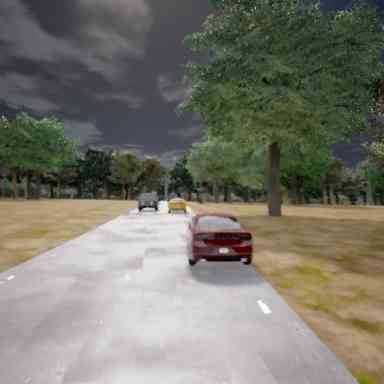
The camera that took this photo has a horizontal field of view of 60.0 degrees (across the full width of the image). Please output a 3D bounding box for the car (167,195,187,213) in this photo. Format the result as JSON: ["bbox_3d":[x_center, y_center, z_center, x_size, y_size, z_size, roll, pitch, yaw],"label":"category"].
[{"bbox_3d":[-1.579,1.384,35.706,1.882,1.535,5.008,0,0,-3],"label":"car"}]

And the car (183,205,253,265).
[{"bbox_3d":[0.774,1.430,11.520,1.882,1.535,5.008,0,0,-2],"label":"car"}]

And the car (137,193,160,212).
[{"bbox_3d":[-4.907,1.130,37.915,2.150,2.045,5.566,0,0,-3],"label":"car"}]

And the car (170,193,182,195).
[{"bbox_3d":[-2.399,1.152,48.627,2.150,2.045,5.566,0,0,-4],"label":"car"}]
